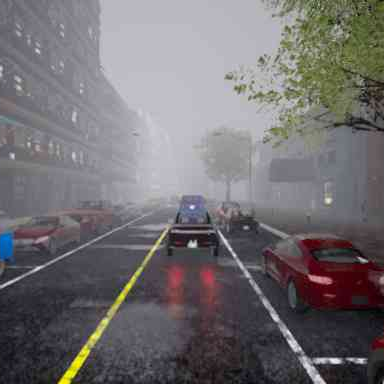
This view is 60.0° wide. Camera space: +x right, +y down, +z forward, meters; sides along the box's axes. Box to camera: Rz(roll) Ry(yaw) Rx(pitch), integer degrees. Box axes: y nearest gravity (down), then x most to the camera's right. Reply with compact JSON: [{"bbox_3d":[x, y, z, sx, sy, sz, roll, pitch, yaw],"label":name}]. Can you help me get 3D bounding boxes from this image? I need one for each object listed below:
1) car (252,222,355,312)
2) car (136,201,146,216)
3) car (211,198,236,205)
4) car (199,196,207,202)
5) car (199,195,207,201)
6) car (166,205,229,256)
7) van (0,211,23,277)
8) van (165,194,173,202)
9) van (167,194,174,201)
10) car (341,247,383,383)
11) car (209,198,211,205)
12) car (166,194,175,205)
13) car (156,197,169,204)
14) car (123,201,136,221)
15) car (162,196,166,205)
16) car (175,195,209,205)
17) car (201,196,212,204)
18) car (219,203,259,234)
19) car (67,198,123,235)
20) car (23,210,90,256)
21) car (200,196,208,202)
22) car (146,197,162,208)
[{"bbox_3d":[2.692,1.578,7.401,1.802,1.307,4.206,0,0,0],"label":"car"},{"bbox_3d":[-5.682,1.550,30.191,2.008,1.369,4.403,0,0,0],"label":"car"},{"bbox_3d":[2.696,1.437,24.491,1.967,1.590,4.097,0,0,0],"label":"car"},{"bbox_3d":[2.712,1.603,81.458,1.887,1.381,4.507,0,0,0],"label":"car"},{"bbox_3d":[3.029,1.537,92.657,1.801,1.575,5.366,0,0,0],"label":"car"},{"bbox_3d":[0.047,1.487,13.061,2.128,1.511,4.902,0,0,1],"label":"car"},{"bbox_3d":[-5.690,1.337,7.404,1.690,1.788,3.998,0,0,0],"label":"van"},{"bbox_3d":[-5.669,1.399,81.464,1.690,1.788,3.998,0,0,0],"label":"van"},{"bbox_3d":[-5.668,1.410,87.160,1.690,1.788,3.998,0,0,0],"label":"van"},{"bbox_3d":[2.690,1.439,1.703,1.967,1.590,4.097,0,0,0],"label":"car"},{"bbox_3d":[2.705,1.566,52.975,2.008,1.369,4.403,0,0,0],"label":"car"},{"bbox_3d":[-3.029,1.373,58.894,2.097,1.767,4.553,0,0,1],"label":"car"},{"bbox_3d":[-5.673,1.594,64.372,1.947,1.339,4.313,0,0,0],"label":"car"},{"bbox_3d":[-5.684,1.562,24.495,1.947,1.339,4.313,0,0,0],"label":"car"},{"bbox_3d":[-5.676,1.559,52.979,1.887,1.381,4.507,0,0,0],"label":"car"},{"bbox_3d":[0.038,1.221,26.915,2.150,2.045,5.566,0,0,1],"label":"car"},{"bbox_3d":[2.708,1.573,64.366,1.887,1.381,4.507,0,0,0],"label":"car"},{"bbox_3d":[2.695,1.546,18.794,2.008,1.369,4.403,0,0,0],"label":"car"},{"bbox_3d":[-5.686,1.310,18.798,2.192,1.841,5.009,0,0,0],"label":"car"},{"bbox_3d":[-5.687,1.577,13.101,1.802,1.307,4.206,0,0,0],"label":"car"},{"bbox_3d":[2.711,1.629,75.760,1.802,1.307,4.206,0,0,0],"label":"car"},{"bbox_3d":[-5.678,1.535,47.112,1.752,1.417,4.829,0,0,0],"label":"car"}]
